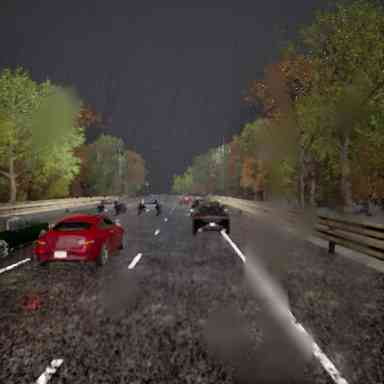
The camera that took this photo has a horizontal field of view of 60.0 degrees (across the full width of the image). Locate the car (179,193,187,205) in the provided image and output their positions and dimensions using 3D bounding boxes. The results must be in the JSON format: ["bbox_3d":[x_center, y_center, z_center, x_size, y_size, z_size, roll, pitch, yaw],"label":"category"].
[{"bbox_3d":[-0.919,1.107,53.009,2.097,1.767,4.553,0,0,-2],"label":"car"}]

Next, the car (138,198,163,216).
[{"bbox_3d":[-3.725,1.327,30.175,2.128,1.511,4.902,0,0,-1],"label":"car"}]

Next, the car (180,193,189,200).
[{"bbox_3d":[-1.682,1.039,71.609,1.812,1.442,4.674,0,0,-3],"label":"car"}]

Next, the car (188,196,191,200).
[{"bbox_3d":[0.775,1.370,28.274,1.812,1.442,4.674,0,0,-1],"label":"car"}]

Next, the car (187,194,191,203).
[{"bbox_3d":[0.644,1.274,34.502,1.801,1.575,5.366,0,0,-1],"label":"car"}]

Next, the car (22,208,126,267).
[{"bbox_3d":[-3.455,1.457,11.000,1.812,1.442,4.674,0,0,0],"label":"car"}]

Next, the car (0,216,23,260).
[{"bbox_3d":[-6.966,1.526,12.052,1.895,1.301,4.718,0,0,0],"label":"car"}]

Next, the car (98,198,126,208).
[{"bbox_3d":[-7.228,1.327,30.270,2.128,1.511,4.902,0,0,-1],"label":"car"}]

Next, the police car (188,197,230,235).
[{"bbox_3d":[0.931,1.316,18.320,1.930,1.638,5.238,0,0,-1],"label":"police car"}]
